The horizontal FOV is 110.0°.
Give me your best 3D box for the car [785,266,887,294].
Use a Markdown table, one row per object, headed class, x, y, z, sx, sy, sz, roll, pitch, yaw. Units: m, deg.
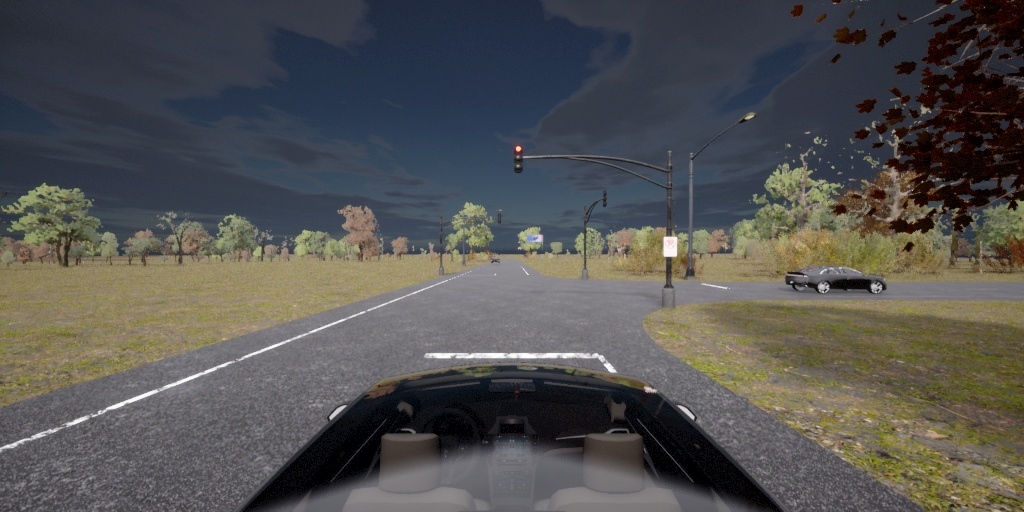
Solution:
| class | x | y | z | sx | sy | sz | roll | pitch | yaw |
| --- | --- | --- | --- | --- | --- | --- | --- | --- | --- |
| car | 18.327 | 1.308 | 20.373 | 4.902 | 1.511 | 2.128 | 0 | 1 | 0 |
